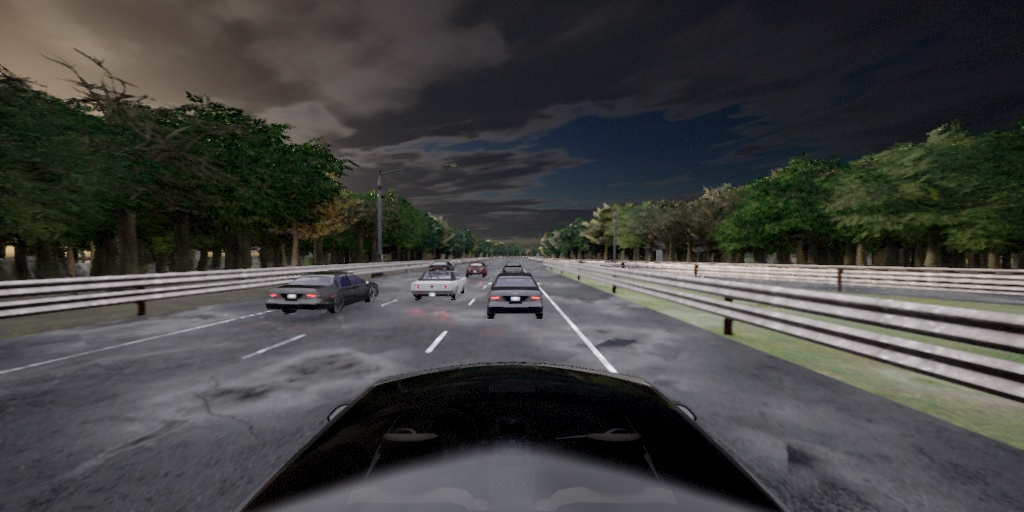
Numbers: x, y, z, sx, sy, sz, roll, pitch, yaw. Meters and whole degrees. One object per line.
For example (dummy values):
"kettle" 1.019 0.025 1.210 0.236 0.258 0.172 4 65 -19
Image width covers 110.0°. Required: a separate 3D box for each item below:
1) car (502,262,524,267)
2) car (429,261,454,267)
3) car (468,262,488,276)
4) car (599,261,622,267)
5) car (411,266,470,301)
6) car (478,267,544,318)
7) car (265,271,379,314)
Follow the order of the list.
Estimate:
"car" 0.098 1.262 33.904 2.128 1.511 4.902 0 0 0
"car" -6.906 1.232 35.630 1.882 1.535 5.008 0 -1 0
"car" -3.396 1.283 35.221 1.812 1.442 4.674 1 -1 0
"car" 14.201 1.420 51.914 1.812 1.442 4.674 0 0 -15
"car" -3.400 1.357 17.530 1.895 1.301 4.718 0 0 0
"car" 0.099 1.301 13.020 2.033 1.411 5.357 0 0 0
"car" -6.898 1.294 13.742 2.033 1.411 5.357 1 0 0
